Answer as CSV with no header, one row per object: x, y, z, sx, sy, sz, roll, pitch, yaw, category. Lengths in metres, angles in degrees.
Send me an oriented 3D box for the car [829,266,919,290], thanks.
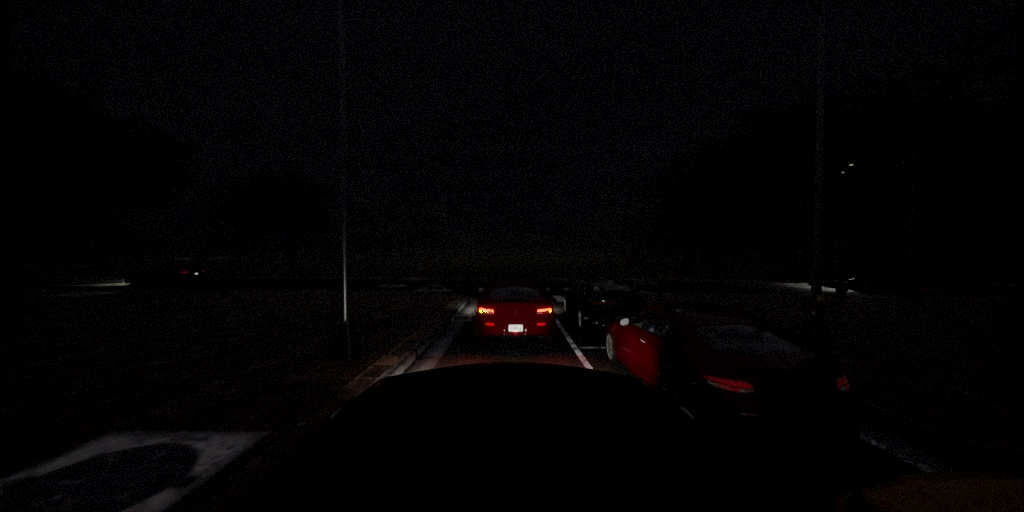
24.283,1.445,24.136,4.892,1.490,1.837,1,1,0,car

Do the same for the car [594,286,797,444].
2.630,1.327,5.263,1.802,1.307,4.207,0,0,0,car

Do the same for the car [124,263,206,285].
-23.148,1.169,24.024,4.181,1.385,1.994,0,1,0,car

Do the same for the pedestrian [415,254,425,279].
-6.929,0.730,26.956,0.375,1.860,0.375,0,1,0,pedestrian

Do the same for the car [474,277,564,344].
0.064,1.266,9.420,1.812,1.442,4.674,0,0,0,car

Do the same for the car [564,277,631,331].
2.620,1.289,10.795,2.007,1.370,4.403,0,0,0,car
